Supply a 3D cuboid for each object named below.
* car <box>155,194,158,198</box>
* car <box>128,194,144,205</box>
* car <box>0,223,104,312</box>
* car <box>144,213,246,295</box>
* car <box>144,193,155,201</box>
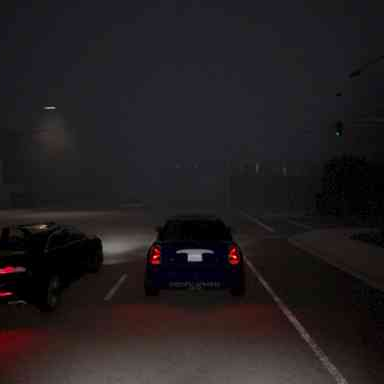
[{"bbox_3d":[-10.564,1.093,93.069,1.882,1.535,5.008,0,0,0],"label":"car"},{"bbox_3d":[-10.580,1.525,61.509,1.812,1.442,4.674,0,1,1],"label":"car"},{"bbox_3d":[-3.439,1.458,7.599,2.128,1.511,4.902,0,0,0],"label":"car"},{"bbox_3d":[0.067,1.312,8.734,2.097,1.767,4.553,0,0,0],"label":"car"},{"bbox_3d":[-10.553,1.054,77.182,2.097,1.767,4.553,0,1,0],"label":"car"}]
